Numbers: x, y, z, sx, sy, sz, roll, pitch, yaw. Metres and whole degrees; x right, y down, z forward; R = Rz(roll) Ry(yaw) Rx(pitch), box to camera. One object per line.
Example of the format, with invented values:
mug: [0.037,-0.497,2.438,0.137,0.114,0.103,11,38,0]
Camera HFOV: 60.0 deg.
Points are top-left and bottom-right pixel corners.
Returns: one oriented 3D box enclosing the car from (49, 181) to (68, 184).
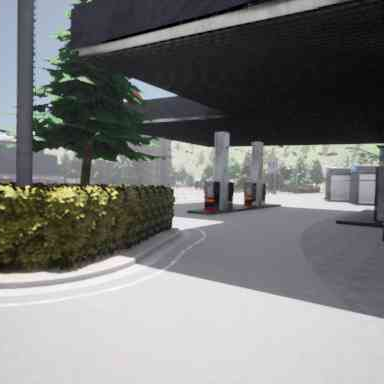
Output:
car: [-26.972,-1.300,65.409,3.866,1.878,1.905,2,2,35]

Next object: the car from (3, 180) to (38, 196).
car: [-21.899,-0.498,42.395,4.605,1.855,1.932,2,2,35]

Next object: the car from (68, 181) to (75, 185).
car: [-25.641,-1.325,68.025,4.605,1.855,1.932,2,2,35]

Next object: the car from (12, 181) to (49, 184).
car: [-17.348,-0.205,35.190,3.866,1.878,1.905,2,2,35]

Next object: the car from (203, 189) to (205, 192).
car: [4.690,-0.325,65.638,5.027,1.636,2.152,2,2,35]
